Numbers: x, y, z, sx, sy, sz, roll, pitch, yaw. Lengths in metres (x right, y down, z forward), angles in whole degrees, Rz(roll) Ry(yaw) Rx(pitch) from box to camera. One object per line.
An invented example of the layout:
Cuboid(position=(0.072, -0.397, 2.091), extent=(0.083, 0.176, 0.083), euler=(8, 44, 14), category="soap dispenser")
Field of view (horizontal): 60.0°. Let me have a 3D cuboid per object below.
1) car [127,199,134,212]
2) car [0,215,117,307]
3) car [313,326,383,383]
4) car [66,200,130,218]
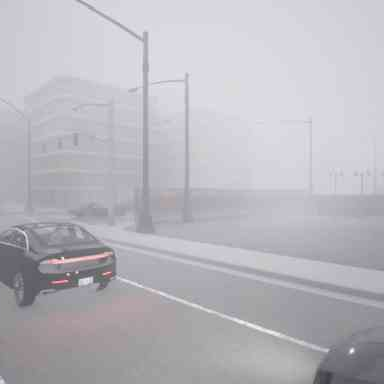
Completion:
Cuboid(position=(-6.356, 1.491, 34.936), extent=(4.902, 1.511, 2.128), euler=(0, 0, -44), category="car")
Cuboid(position=(-3.683, 1.492, 8.121), extent=(2.128, 1.511, 4.902), euler=(0, 0, -43), category="car")
Cuboid(position=(3.129, 1.505, 1.630), extent=(4.892, 1.490, 1.837), euler=(0, 0, 38), category="car")
Cuboid(position=(-7.990, 1.602, 28.245), extent=(4.718, 1.301, 1.895), euler=(0, 0, -43), category="car")
